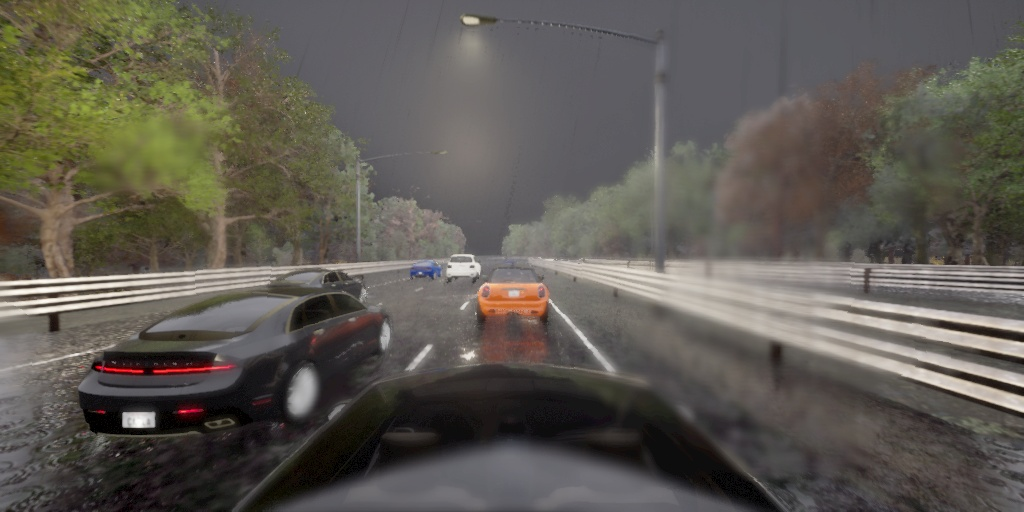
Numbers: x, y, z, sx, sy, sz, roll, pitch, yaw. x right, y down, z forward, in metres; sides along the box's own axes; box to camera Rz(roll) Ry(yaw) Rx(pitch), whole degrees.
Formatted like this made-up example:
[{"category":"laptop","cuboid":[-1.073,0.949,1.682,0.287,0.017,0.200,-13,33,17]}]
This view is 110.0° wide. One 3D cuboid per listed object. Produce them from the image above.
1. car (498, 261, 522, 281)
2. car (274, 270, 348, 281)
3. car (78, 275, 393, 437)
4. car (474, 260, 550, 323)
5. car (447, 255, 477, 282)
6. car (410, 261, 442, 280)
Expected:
[{"category":"car","cuboid":[-0.195,1.218,29.879,1.812,1.442,4.674,0,0,-1]},{"category":"car","cuboid":[-6.963,1.229,13.164,1.837,1.490,4.892,0,0,0]},{"category":"car","cuboid":[-3.422,1.245,5.705,1.837,1.490,4.892,0,0,0]},{"category":"car","cuboid":[0.042,1.076,12.217,2.097,1.767,4.553,0,0,0]},{"category":"car","cuboid":[-3.655,0.918,27.867,2.150,2.045,5.566,0,0,-1]},{"category":"car","cuboid":[-7.207,1.172,30.437,1.882,1.535,5.008,0,0,-1]}]
